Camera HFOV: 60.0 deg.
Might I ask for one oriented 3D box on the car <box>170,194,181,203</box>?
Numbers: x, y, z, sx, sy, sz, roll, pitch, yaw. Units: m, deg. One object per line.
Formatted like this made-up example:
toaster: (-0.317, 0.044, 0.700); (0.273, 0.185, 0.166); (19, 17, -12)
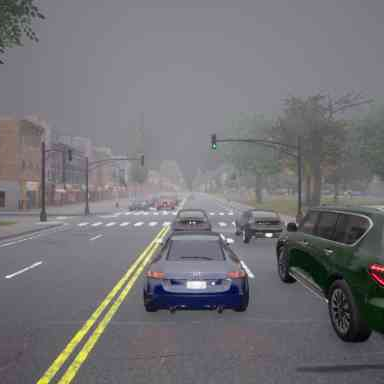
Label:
car: (-3.397, 1.257, 69.586); (2.097, 1.767, 4.553); (0, 0, 0)

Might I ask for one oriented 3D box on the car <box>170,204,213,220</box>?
car: (0.006, 1.582, 16.637); (1.837, 1.490, 4.892); (0, 0, 1)

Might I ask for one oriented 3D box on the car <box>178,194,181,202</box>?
car: (-3.450, 1.246, 56.039); (2.150, 2.045, 5.566); (0, 1, 0)

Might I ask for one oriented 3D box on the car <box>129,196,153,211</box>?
car: (-6.688, 1.469, 42.600); (2.097, 1.767, 4.553); (0, 0, 0)

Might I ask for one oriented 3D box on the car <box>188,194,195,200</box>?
car: (-0.179, 1.304, 84.357); (2.128, 1.511, 4.902); (0, 0, 0)

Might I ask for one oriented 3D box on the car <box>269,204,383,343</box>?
car: (3.313, 1.235, 6.600); (2.150, 2.045, 5.566); (0, 0, 0)

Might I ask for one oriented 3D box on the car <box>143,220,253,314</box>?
car: (0.064, 1.583, 7.746); (1.994, 1.385, 4.181); (0, 0, 0)

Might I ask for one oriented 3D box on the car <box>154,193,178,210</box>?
car: (-3.450, 1.329, 44.883); (2.150, 2.045, 5.566); (0, 0, 0)

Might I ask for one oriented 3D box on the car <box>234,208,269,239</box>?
car: (3.260, 1.581, 16.467); (1.837, 1.490, 4.892); (0, 0, 0)

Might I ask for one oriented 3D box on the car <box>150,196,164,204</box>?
car: (-6.684, 1.502, 63.893); (2.033, 1.411, 5.357); (0, 1, 0)
